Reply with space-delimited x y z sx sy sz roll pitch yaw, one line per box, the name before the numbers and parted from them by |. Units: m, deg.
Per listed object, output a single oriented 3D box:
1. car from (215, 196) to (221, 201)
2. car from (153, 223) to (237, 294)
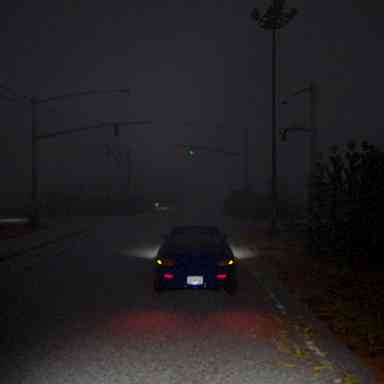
car | 6.646 1.676 80.722 1.895 1.301 4.718 0 -1 6
car | 0.085 1.549 8.761 1.812 1.442 4.674 0 0 1
